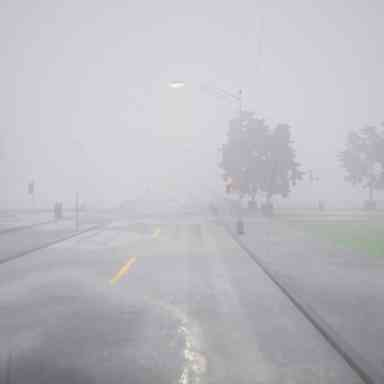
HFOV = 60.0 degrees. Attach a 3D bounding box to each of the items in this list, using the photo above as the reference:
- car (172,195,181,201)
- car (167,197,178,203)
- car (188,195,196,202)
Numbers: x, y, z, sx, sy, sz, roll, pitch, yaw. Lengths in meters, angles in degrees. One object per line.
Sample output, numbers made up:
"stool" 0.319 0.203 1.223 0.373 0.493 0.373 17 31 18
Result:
"car" -3.977 1.623 84.837 2.033 1.411 5.357 0 0 0
"car" -3.981 1.633 69.173 1.994 1.385 4.181 0 0 0
"car" 0.020 1.442 75.338 2.033 1.411 5.357 0 0 0
